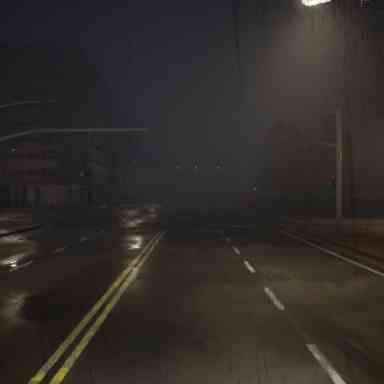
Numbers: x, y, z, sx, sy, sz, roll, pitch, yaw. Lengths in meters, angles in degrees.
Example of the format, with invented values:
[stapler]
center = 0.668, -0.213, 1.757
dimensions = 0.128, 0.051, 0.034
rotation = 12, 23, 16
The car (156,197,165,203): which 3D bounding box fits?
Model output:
[car]
center = -6.993, 1.795, 74.500
dimensions = 2.033, 1.411, 5.357
rotation = 0, 0, 0
